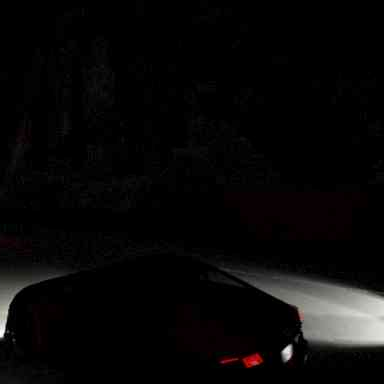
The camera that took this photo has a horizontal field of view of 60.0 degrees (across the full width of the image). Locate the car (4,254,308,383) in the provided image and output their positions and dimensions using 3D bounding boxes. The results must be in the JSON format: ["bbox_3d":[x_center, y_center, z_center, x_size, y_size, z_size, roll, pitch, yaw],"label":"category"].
[{"bbox_3d":[-0.677,1.569,4.474,4.181,1.385,1.994,0,0,35],"label":"car"}]
